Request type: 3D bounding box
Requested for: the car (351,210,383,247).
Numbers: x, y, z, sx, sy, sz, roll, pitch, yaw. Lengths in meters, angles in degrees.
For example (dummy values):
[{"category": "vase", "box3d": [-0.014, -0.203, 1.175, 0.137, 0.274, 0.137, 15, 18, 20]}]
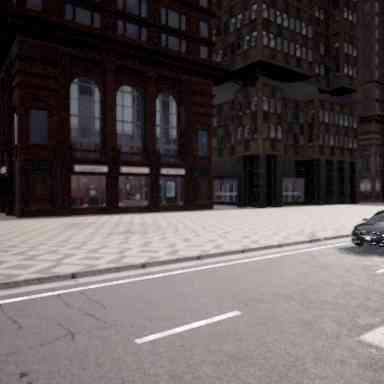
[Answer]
[{"category": "car", "box3d": [8.487, 1.464, 13.723, 4.892, 1.490, 1.837, 0, 0, -35]}]
